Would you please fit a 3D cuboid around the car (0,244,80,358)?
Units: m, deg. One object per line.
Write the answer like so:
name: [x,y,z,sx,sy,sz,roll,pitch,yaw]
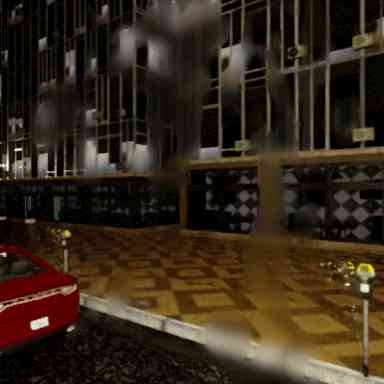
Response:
car: [-3.762,1.543,5.543,4.507,1.381,1.887,0,0,35]
